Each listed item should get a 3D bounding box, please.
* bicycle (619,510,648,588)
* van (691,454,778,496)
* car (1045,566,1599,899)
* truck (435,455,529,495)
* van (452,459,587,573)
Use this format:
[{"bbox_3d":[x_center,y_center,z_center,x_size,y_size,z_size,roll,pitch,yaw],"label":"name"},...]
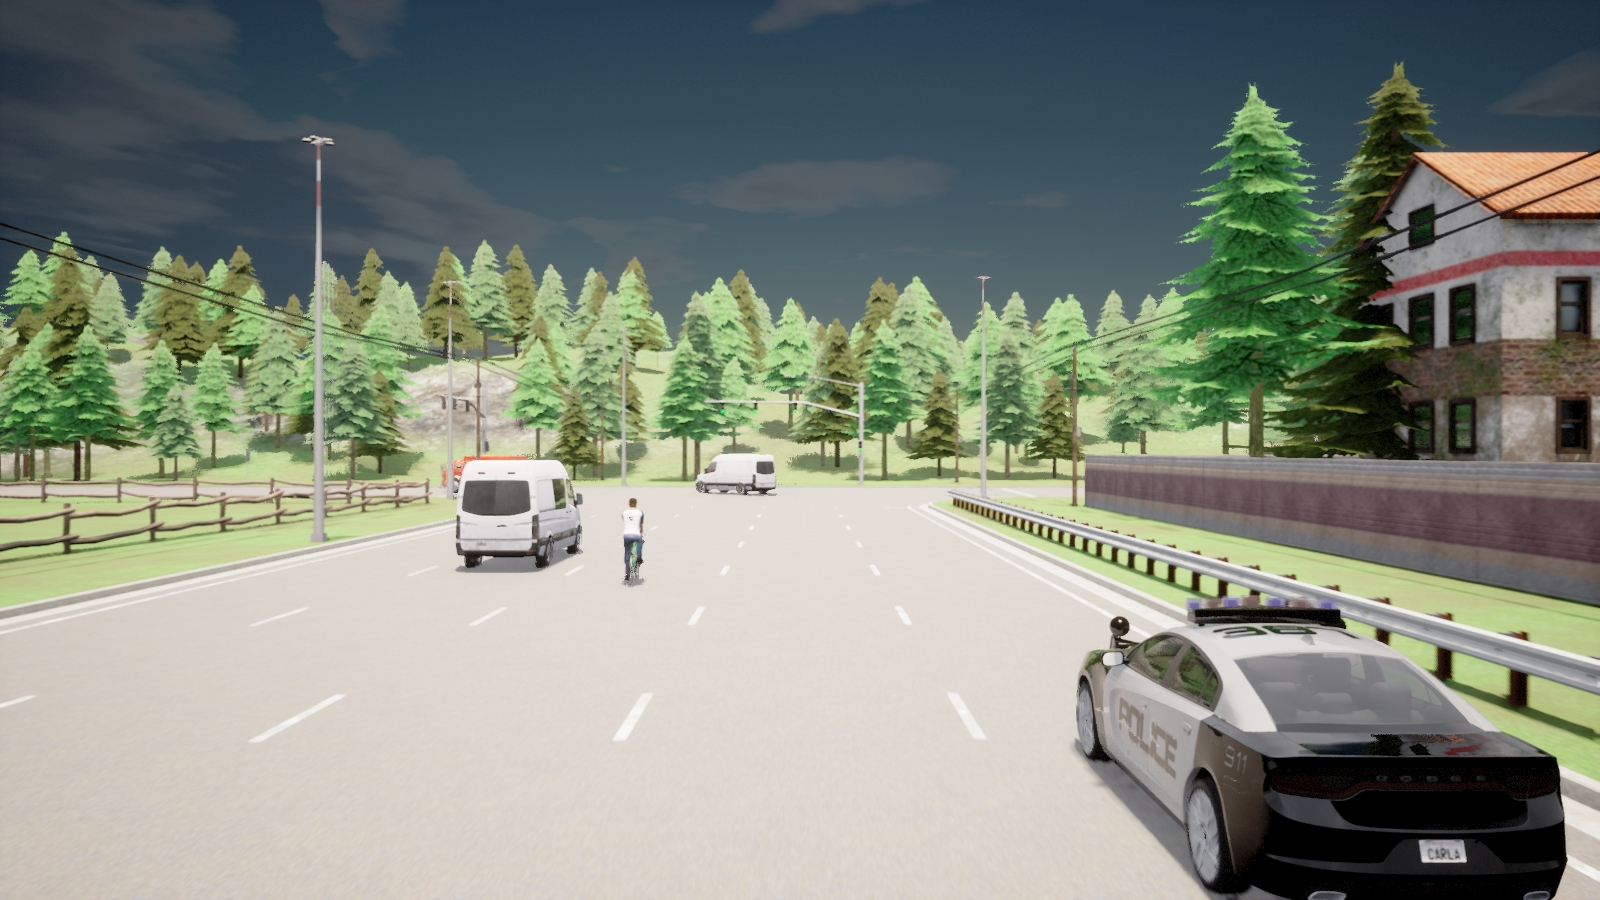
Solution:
[{"bbox_3d":[-3.498,2.056,24.076,0.373,1.496,1.643,0,0,0],"label":"bicycle"},{"bbox_3d":[-4.198,1.535,72.500,5.915,2.561,1.988,0,-1,44],"label":"van"},{"bbox_3d":[3.501,1.982,8.808,2.097,1.638,5.238,0,0,0],"label":"car"},{"bbox_3d":[-20.391,1.570,73.309,5.204,2.467,2.627,0,0,15],"label":"truck"},{"bbox_3d":[-6.992,1.535,29.165,1.988,2.561,5.915,0,0,0],"label":"van"}]
